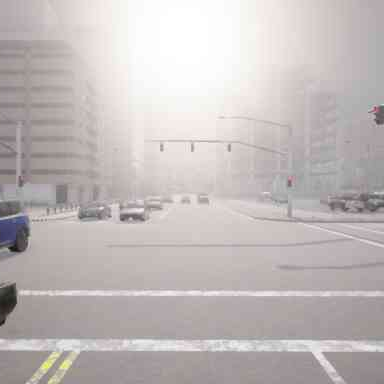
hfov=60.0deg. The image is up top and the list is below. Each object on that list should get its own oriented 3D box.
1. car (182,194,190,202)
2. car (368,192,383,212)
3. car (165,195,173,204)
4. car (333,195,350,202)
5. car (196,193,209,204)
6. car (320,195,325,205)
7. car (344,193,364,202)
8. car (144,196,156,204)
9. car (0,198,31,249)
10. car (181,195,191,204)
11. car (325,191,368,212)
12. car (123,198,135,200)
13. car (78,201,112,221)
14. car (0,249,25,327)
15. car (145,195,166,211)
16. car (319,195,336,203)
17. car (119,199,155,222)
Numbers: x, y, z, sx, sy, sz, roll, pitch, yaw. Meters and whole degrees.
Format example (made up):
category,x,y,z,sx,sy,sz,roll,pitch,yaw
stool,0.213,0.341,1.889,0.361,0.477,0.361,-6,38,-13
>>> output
category,x,y,z,sx,sy,sz,roll,pitch,yaw
car,-1.311,1.303,74.454,1.882,1.535,5.008,0,0,0
car,19.463,1.156,35.801,1.905,1.878,3.866,0,0,0
car,-4.767,1.351,64.933,2.097,1.767,4.553,0,0,0
car,30.669,1.364,68.426,1.784,1.438,3.905,0,0,0
car,2.273,1.477,64.710,1.882,1.535,5.008,0,0,0
car,22.081,1.395,53.281,1.970,1.475,3.806,0,0,0
car,33.352,1.153,68.490,1.932,1.855,4.605,0,0,0
car,-8.264,1.525,65.943,1.812,1.442,4.674,0,0,0
car,-7.253,1.222,10.670,2.150,2.045,5.566,0,0,-2
car,-1.233,1.601,65.383,1.895,1.301,4.718,0,0,0
car,16.569,1.153,35.841,1.932,1.855,4.605,0,0,0
car,-8.140,1.491,42.890,2.128,1.511,4.902,0,0,0
car,-7.991,1.505,27.691,1.837,1.490,4.892,0,0,-1
car,-3.630,1.601,2.949,1.895,1.301,4.718,0,0,0
car,-4.626,1.504,41.147,1.837,1.490,4.892,0,0,0
car,27.773,1.395,68.412,1.970,1.475,3.806,0,0,0
car,-4.464,1.548,26.536,2.033,1.411,5.357,0,0,-1
